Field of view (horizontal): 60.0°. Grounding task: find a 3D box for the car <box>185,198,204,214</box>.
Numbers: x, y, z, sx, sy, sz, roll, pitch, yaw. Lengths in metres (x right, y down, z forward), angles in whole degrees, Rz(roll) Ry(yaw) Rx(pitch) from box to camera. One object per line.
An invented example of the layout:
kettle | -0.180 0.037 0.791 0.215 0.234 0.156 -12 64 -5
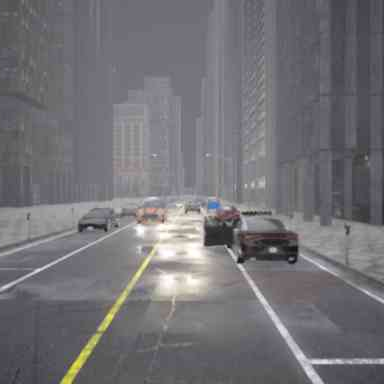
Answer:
car | 0.064 1.780 39.413 2.033 1.411 5.357 0 0 0

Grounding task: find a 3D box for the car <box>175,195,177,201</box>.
car | -5.780 2.062 88.747 1.887 1.381 4.507 0 0 0

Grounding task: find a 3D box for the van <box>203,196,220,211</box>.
van | 2.752 1.598 43.628 1.690 1.788 3.998 0 0 0

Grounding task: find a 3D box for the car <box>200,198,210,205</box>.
car | 2.748 1.987 71.829 1.947 1.339 4.313 0 0 0

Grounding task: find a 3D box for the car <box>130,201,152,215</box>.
car | -5.772 1.748 37.810 1.752 1.417 4.829 0 0 0

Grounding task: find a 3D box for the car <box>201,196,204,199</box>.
car | 2.750 1.937 60.548 1.802 1.307 4.206 0 0 0

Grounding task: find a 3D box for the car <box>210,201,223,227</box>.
car | 2.755 1.702 26.705 1.887 1.381 4.507 0 0 0

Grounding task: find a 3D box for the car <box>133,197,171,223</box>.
car | -3.103 1.509 26.671 2.097 1.767 4.553 0 0 0

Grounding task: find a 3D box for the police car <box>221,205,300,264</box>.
police car | 2.364 1.498 12.279 1.930 1.638 5.238 0 0 0

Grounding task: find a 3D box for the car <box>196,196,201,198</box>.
car | -0.007 1.802 50.569 1.837 1.490 4.892 0 0 0

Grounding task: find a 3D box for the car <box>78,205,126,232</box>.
car | -5.769 1.690 21.058 1.947 1.339 4.313 0 0 0

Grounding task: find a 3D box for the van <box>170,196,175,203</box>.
van | -5.780 1.827 83.108 1.690 1.788 3.998 0 0 0

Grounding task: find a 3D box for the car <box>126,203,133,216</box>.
car | -5.771 1.741 32.339 2.008 1.369 4.403 0 0 0

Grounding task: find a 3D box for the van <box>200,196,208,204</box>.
van | 2.746 1.794 77.471 1.690 1.788 3.998 0 0 0
